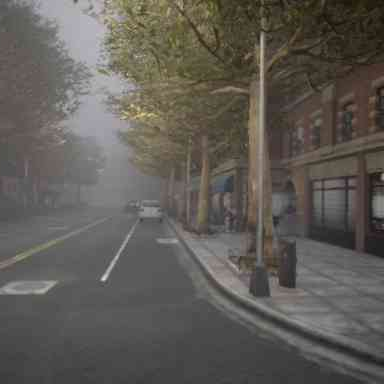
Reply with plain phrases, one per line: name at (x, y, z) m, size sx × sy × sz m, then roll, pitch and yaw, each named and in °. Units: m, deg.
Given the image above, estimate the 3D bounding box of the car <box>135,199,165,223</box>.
car at (-4.047, 1.870, 32.745) m, size 2.435 × 2.045 × 5.566 m, roll 1°, pitch -1°, yaw -7°

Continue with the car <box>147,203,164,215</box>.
car at (-5.247, 2.410, 47.064) m, size 2.231 × 1.521 × 4.892 m, roll 1°, pitch -1°, yaw -7°

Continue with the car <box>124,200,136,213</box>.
car at (-9.312, 2.426, 50.949) m, size 2.128 × 1.511 × 4.902 m, roll 1°, pitch -1°, yaw -7°

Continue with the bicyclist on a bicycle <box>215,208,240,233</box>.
bicyclist on a bicycle at (2.270, 1.812, 21.059) m, size 1.656 × 1.620 × 0.582 m, roll 1°, pitch -1°, yaw -7°
